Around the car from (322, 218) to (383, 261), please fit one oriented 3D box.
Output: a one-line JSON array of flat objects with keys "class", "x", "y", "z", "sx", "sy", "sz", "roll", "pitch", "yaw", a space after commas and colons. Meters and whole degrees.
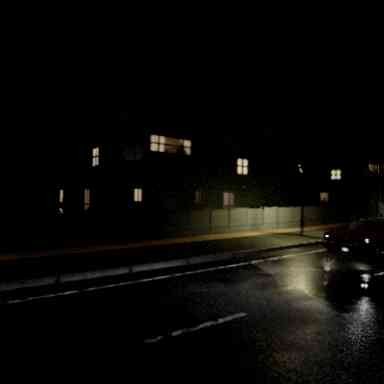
[{"class": "car", "x": 7.138, "y": 1.727, "z": 13.003, "sx": 4.718, "sy": 1.301, "sz": 1.895, "roll": 1, "pitch": 0, "yaw": -37}]
